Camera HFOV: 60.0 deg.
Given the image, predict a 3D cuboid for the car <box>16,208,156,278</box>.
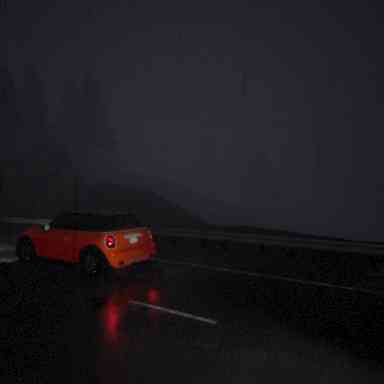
[{"bbox_3d":[-3.379,1.338,10.285,4.553,1.767,2.097,0,0,33],"label":"car"}]
